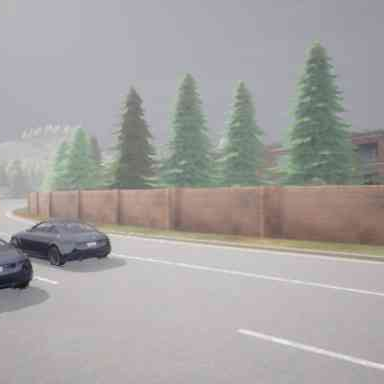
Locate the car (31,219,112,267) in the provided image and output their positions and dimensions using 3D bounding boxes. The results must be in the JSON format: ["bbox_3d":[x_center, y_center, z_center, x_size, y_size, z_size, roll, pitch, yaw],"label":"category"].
[{"bbox_3d":[-4.803,1.676,11.981,4.181,1.385,1.994,-1,0,38],"label":"car"}]

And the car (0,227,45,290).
[{"bbox_3d":[-5.782,1.662,8.303,4.181,1.385,1.994,-1,0,38],"label":"car"}]
